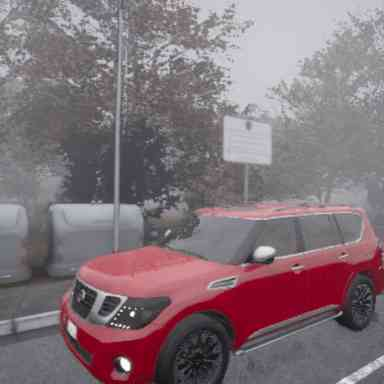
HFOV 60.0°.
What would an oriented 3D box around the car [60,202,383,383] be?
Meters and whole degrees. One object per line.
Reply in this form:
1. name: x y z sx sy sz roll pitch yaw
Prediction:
1. car: 0.907 1.217 5.361 5.566 2.045 2.150 0 0 -35
